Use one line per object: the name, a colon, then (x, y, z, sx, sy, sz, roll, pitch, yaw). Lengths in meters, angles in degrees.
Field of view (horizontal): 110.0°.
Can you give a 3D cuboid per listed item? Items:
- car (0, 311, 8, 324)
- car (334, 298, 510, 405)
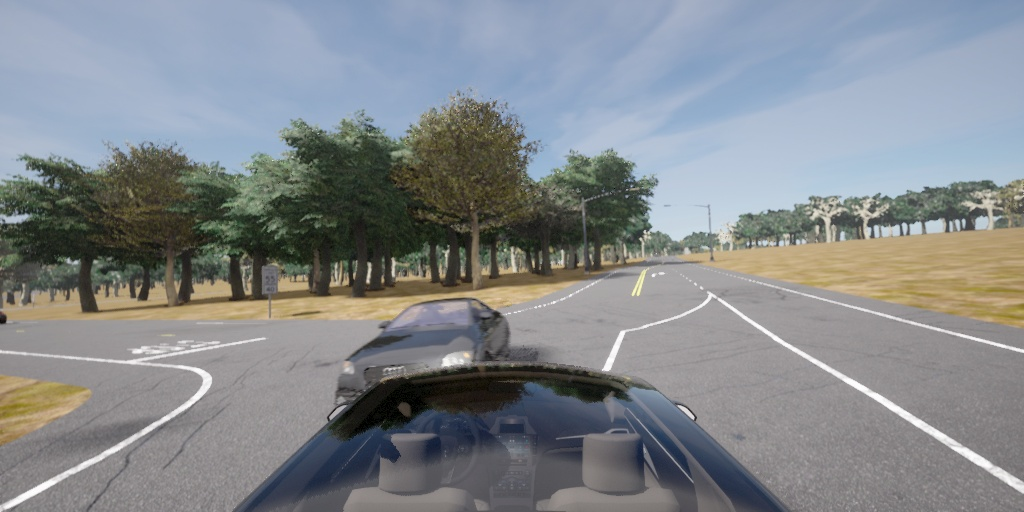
car: (-40.795, 4.625, 27.396, 4.181, 1.385, 1.994, -4, -4, 22)
car: (-1.201, 1.464, 6.264, 1.994, 1.385, 4.181, -6, -3, 6)
